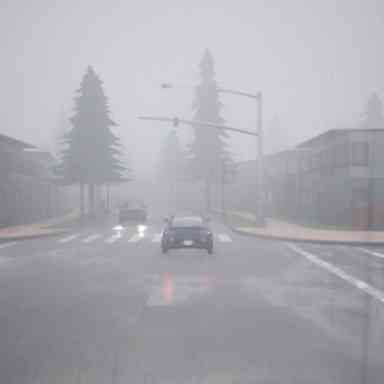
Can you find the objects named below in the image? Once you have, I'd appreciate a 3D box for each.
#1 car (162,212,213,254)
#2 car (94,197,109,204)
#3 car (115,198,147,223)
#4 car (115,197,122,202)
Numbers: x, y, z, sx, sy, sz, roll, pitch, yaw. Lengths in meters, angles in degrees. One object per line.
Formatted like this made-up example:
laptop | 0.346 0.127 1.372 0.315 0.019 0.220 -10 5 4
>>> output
car | -0.187 1.508 13.374 1.812 1.442 4.674 0 0 -1
car | -17.987 1.607 65.115 1.994 1.385 4.181 0 0 -43
car | -4.500 1.467 25.828 1.882 1.535 5.008 0 0 -5
car | -9.363 1.517 45.592 1.837 1.490 4.892 0 0 -23
